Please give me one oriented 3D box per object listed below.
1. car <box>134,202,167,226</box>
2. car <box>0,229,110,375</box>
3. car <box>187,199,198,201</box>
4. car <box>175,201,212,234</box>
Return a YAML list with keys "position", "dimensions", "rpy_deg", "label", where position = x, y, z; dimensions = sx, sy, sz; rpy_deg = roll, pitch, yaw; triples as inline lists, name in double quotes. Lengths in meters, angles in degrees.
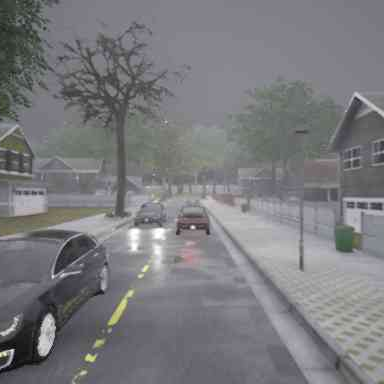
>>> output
- position: [-2.801, 1.519, 23.266]
  dimensions: [1.837, 1.490, 4.892]
  rpy_deg: [0, 0, 1]
  label: "car"
- position: [-2.828, 1.509, 5.910]
  dimensions: [1.837, 1.490, 4.892]
  rpy_deg: [0, 0, 0]
  label: "car"
- position: [0.107, 1.553, 41.545]
  dimensions: [2.033, 1.411, 5.357]
  rpy_deg: [0, 0, 0]
  label: "car"
- position: [0.068, 1.520, 19.290]
  dimensions: [1.837, 1.490, 4.892]
  rpy_deg: [0, 0, 0]
  label: "car"
